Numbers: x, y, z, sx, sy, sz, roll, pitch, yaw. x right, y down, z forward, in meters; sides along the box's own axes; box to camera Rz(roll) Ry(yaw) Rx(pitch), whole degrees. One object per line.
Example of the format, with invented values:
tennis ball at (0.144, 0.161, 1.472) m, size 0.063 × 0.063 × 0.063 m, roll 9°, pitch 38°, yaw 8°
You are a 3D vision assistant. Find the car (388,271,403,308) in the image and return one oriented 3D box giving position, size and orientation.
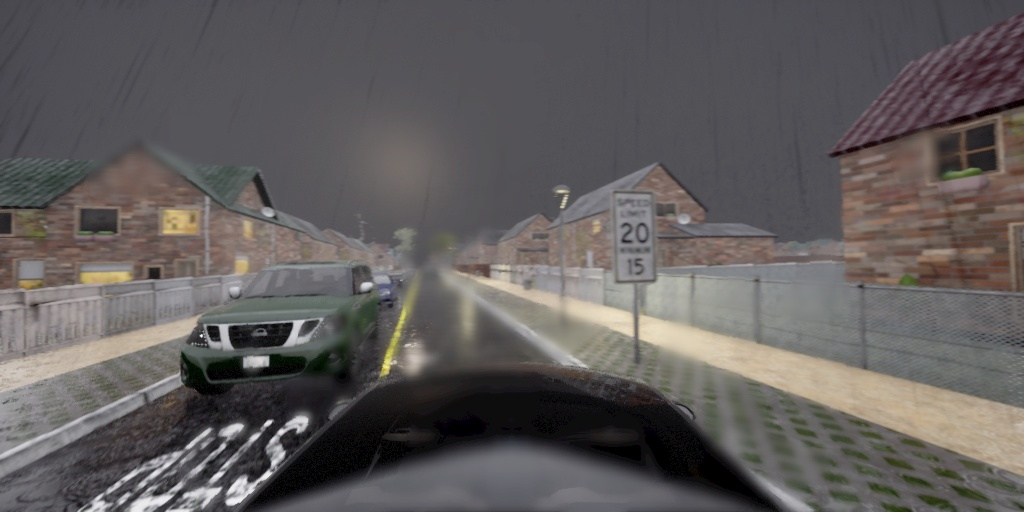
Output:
car at (-6.393, 1.567, 16.959) m, size 1.812 × 1.442 × 4.674 m, roll -1°, pitch -1°, yaw -13°

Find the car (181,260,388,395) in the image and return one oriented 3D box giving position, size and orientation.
car at (-4.082, 1.109, 7.491) m, size 2.150 × 2.045 × 5.566 m, roll -1°, pitch -1°, yaw -14°

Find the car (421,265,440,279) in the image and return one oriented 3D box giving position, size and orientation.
car at (-9.740, 1.813, 42.959) m, size 2.097 × 1.767 × 4.553 m, roll -1°, pitch -1°, yaw -14°

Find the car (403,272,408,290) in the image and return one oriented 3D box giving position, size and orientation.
car at (-8.746, 1.807, 26.577) m, size 1.895 × 1.301 × 4.718 m, roll -1°, pitch -1°, yaw -14°
